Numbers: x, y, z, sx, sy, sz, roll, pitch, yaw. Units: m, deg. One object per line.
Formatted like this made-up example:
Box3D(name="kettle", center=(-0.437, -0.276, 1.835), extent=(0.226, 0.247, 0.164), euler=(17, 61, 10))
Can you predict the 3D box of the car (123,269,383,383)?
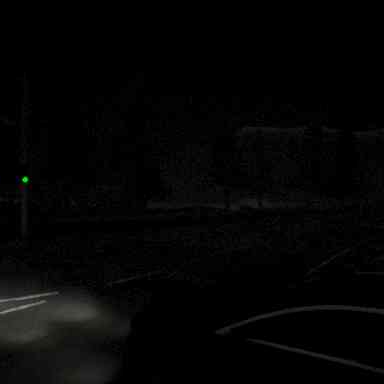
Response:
Box3D(name="car", center=(1.496, 1.490, 2.926), extent=(4.902, 1.511, 2.128), euler=(0, 0, 36))
